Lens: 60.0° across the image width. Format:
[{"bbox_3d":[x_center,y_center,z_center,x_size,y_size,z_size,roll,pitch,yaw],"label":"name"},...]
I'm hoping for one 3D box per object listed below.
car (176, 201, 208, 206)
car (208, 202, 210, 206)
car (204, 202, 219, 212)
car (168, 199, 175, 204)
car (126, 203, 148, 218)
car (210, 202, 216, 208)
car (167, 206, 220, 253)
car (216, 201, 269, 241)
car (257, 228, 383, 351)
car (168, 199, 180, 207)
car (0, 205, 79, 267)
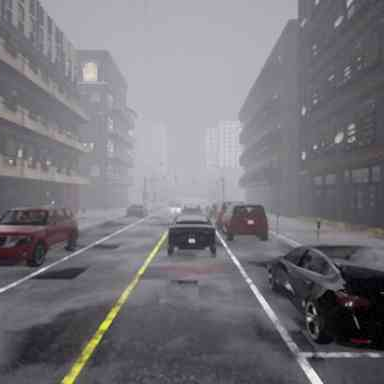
[{"bbox_3d":[-0.003,1.788,29.295,2.128,1.511,4.902,0,0,0],"label":"car"},{"bbox_3d":[2.685,1.792,34.647,1.967,1.590,4.097,0,-1,0],"label":"car"},{"bbox_3d":[2.682,2.057,45.975,1.802,1.307,4.206,0,-1,0],"label":"car"},{"bbox_3d":[-5.799,2.588,95.201,1.887,1.381,4.507,0,-1,0],"label":"car"},{"bbox_3d":[-5.696,1.896,34.644,1.887,1.381,4.507,0,-1,0],"label":"car"},{"bbox_3d":[2.688,1.549,23.321,2.192,1.841,5.009,0,-1,0],"label":"car"},{"bbox_3d":[0.001,1.622,14.470,1.882,1.535,5.008,0,0,0],"label":"car"},{"bbox_3d":[2.689,1.492,17.656,2.192,1.841,5.009,0,-1,0],"label":"car"},{"bbox_3d":[2.691,1.630,6.324,1.947,1.339,4.313,0,-1,0],"label":"car"},{"bbox_3d":[-3.018,2.153,62.445,2.128,1.511,4.902,0,-1,0],"label":"car"},{"bbox_3d":[-5.689,1.434,11.991,2.192,1.841,5.009,0,-1,0],"label":"car"}]
